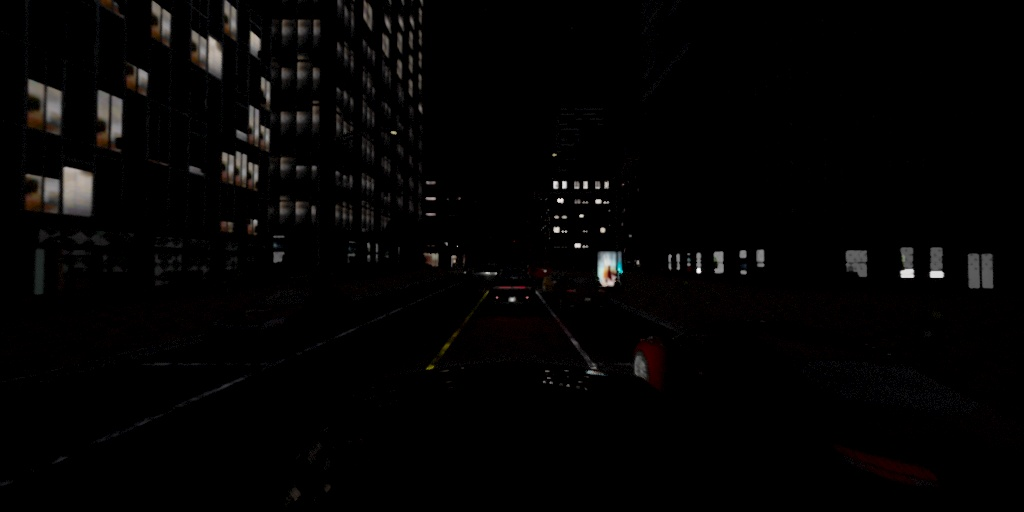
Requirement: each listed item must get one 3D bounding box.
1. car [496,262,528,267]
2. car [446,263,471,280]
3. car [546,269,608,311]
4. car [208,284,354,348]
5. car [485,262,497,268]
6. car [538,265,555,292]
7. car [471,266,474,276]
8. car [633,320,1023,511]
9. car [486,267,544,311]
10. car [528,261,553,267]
[{"bbox_3d":[0.037,1.537,30.360,2.128,1.511,4.902,0,0,1],"label":"car"},{"bbox_3d":[-5.670,1.640,37.083,1.751,1.417,4.829,0,0,0],"label":"car"},{"bbox_3d":[2.698,1.431,15.010,1.888,1.381,4.507,0,0,0],"label":"car"},{"bbox_3d":[-5.686,1.412,9.456,1.802,1.307,4.207,0,0,0],"label":"car"},{"bbox_3d":[-2.994,1.844,57.010,1.812,1.442,4.674,0,-1,1],"label":"car"},{"bbox_3d":[2.702,1.469,20.739,1.751,1.417,4.829,0,0,0],"label":"car"},{"bbox_3d":[-5.667,1.612,42.812,1.967,1.591,4.097,0,0,0],"label":"car"},{"bbox_3d":[2.692,1.354,3.892,1.802,1.307,4.207,0,0,0],"label":"car"},{"bbox_3d":[0.029,1.383,15.360,2.128,1.511,4.902,0,0,1],"label":"car"},{"bbox_3d":[2.707,1.372,31.687,2.192,1.841,5.009,0,0,0],"label":"car"}]
